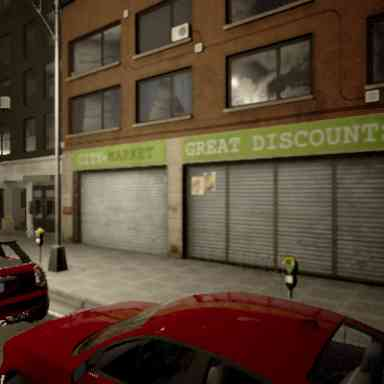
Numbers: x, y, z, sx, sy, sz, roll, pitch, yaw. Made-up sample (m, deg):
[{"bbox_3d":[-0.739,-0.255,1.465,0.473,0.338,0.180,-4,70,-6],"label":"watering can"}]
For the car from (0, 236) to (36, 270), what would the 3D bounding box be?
[{"bbox_3d":[-4.443,1.442,5.978,4.097,1.590,1.967,0,0,35],"label":"car"}]

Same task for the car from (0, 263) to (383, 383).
[{"bbox_3d":[0.181,1.545,2.682,4.507,1.381,1.887,0,0,35],"label":"car"}]
